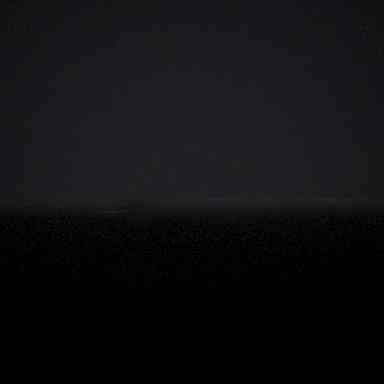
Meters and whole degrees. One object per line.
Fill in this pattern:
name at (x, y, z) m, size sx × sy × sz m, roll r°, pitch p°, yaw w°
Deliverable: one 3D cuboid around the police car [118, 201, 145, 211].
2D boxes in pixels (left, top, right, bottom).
police car at (-9.920, 2.236, 54.626) m, size 1.930 × 1.638 × 5.238 m, roll -1°, pitch -1°, yaw 35°
